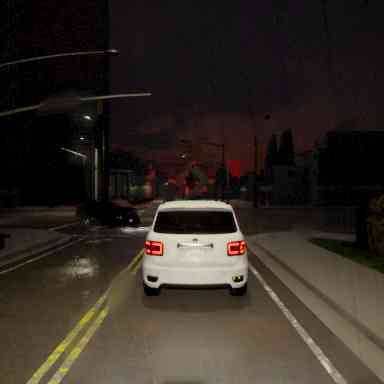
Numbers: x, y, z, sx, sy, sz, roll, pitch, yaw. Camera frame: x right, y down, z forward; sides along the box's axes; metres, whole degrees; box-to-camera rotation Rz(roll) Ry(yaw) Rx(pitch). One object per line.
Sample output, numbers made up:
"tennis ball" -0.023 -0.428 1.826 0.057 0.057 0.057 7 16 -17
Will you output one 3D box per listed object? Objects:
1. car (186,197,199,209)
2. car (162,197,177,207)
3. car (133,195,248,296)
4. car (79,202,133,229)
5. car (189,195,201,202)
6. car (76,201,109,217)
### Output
"car" 0.092 1.525 47.014 1.812 1.442 4.674 0 0 1
"car" -3.533 1.564 52.921 1.994 1.385 4.181 0 0 0
"car" 0.079 1.221 8.778 2.150 2.045 5.566 0 0 0
"car" -5.246 1.588 21.826 4.181 1.385 1.994 0 0 41
"car" 0.834 1.465 78.649 1.882 1.535 5.008 0 0 12
"car" -7.008 1.516 27.583 5.008 1.535 1.882 0 0 0
